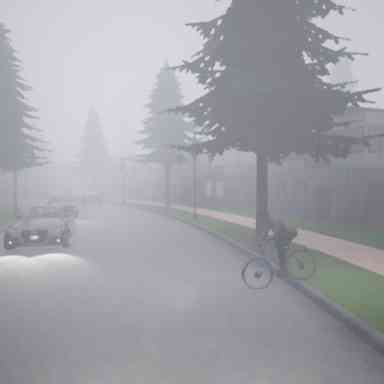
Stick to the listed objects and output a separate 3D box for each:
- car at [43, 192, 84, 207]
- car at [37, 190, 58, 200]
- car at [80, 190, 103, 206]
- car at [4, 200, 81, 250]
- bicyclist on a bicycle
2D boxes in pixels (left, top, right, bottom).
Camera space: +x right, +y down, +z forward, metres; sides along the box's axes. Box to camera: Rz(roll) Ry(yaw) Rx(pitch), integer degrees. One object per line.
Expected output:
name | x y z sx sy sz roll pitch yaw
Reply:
car | -8.832 0.945 22.716 2.033 1.411 5.357 -1 2 -23
car | -18.573 0.451 43.523 1.895 1.301 4.718 -2 2 -45
car | -10.510 0.591 33.439 1.882 1.535 5.008 -1 2 -32
car | -5.549 1.228 12.623 1.994 1.385 4.181 0 2 -14
bicyclist on a bicycle | 1.772 1.175 6.975 1.656 1.620 0.582 -10 3 -7
